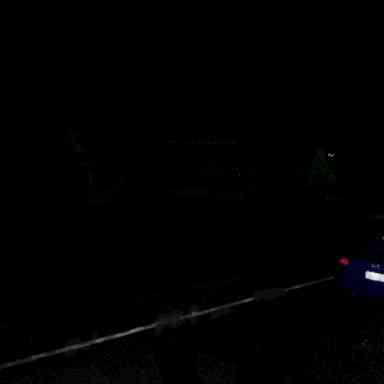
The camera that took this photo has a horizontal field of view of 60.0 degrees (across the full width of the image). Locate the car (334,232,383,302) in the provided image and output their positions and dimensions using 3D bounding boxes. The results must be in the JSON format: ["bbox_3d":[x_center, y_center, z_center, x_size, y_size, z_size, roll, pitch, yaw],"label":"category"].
[{"bbox_3d":[5.030,1.524,7.337,4.181,1.385,1.994,0,0,-35],"label":"car"}]
